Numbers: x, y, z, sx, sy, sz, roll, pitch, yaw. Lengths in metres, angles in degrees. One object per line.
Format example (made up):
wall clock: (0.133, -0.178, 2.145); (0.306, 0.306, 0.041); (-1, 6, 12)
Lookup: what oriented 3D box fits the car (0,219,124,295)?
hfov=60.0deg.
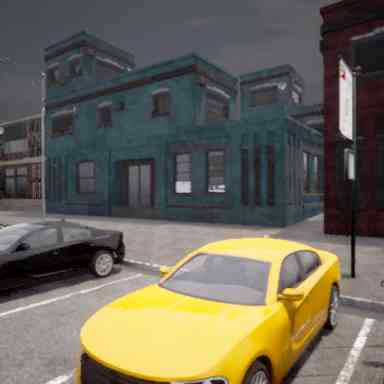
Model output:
car: (-3.892, 1.482, 8.094); (2.097, 1.535, 5.008); (0, 0, 35)

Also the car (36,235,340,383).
car: (0.744, 1.481, 4.820); (2.097, 1.535, 5.008); (0, 0, 35)
